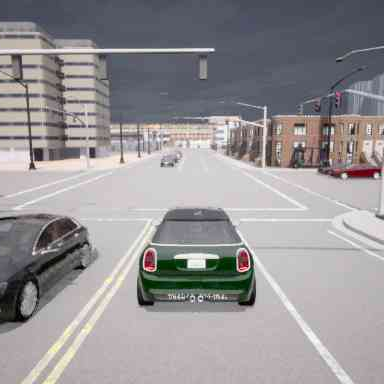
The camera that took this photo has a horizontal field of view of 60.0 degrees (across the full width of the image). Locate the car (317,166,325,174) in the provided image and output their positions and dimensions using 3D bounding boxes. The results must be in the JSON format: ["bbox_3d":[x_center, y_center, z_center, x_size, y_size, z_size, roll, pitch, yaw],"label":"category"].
[{"bbox_3d":[16.381,-2.514,35.778,5.357,1.411,2.033,0,8,0],"label":"car"}]

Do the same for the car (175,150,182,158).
[{"bbox_3d":[-3.397,-7.269,67.501,1.812,1.442,4.674,0,8,1],"label":"car"}]

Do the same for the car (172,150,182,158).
[{"bbox_3d":[-3.369,-8.943,77.551,2.097,1.767,4.553,0,8,0],"label":"car"}]

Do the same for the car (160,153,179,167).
[{"bbox_3d":[-3.530,-4.521,48.870,2.128,1.511,4.902,0,8,1],"label":"car"}]

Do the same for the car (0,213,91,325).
[{"bbox_3d":[-3.574,1.288,6.912,1.837,1.490,4.892,0,3,0],"label":"car"}]

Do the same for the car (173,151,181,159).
[{"bbox_3d":[-3.482,-5.930,58.207,1.882,1.535,5.008,0,9,0],"label":"car"}]

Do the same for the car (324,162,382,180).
[{"bbox_3d":[16.036,-2.065,32.300,5.008,1.535,1.882,0,8,0],"label":"car"}]

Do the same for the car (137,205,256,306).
[{"bbox_3d":[0.088,1.074,7.671,2.097,1.767,4.553,0,4,0],"label":"car"}]
